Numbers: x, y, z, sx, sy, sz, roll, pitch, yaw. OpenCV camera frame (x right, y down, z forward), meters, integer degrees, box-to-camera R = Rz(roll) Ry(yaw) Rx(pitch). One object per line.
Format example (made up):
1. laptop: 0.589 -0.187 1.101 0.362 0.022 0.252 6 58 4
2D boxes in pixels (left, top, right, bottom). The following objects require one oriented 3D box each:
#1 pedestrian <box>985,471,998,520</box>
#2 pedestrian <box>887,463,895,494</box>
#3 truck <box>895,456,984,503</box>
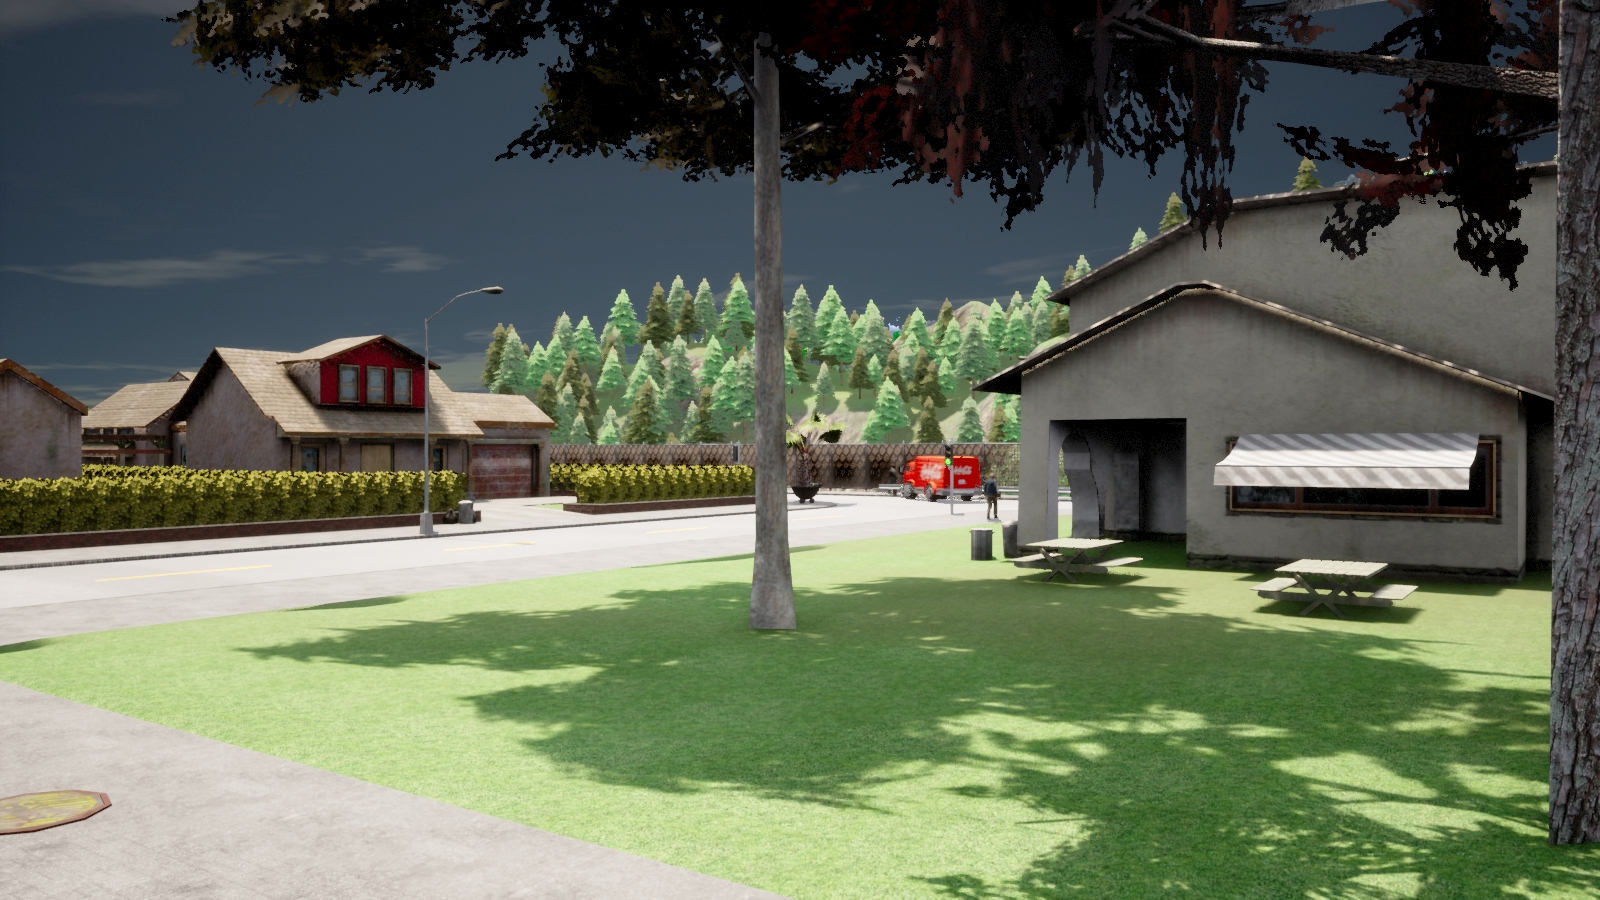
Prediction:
1. pedestrian: 7.315 1.737 43.589 0.375 1.860 0.375 0 0 35
2. pedestrian: 5.562 1.745 69.623 0.375 1.860 0.375 0 0 -11
3. truck: 7.604 1.569 62.945 2.627 2.467 5.204 0 0 -23
